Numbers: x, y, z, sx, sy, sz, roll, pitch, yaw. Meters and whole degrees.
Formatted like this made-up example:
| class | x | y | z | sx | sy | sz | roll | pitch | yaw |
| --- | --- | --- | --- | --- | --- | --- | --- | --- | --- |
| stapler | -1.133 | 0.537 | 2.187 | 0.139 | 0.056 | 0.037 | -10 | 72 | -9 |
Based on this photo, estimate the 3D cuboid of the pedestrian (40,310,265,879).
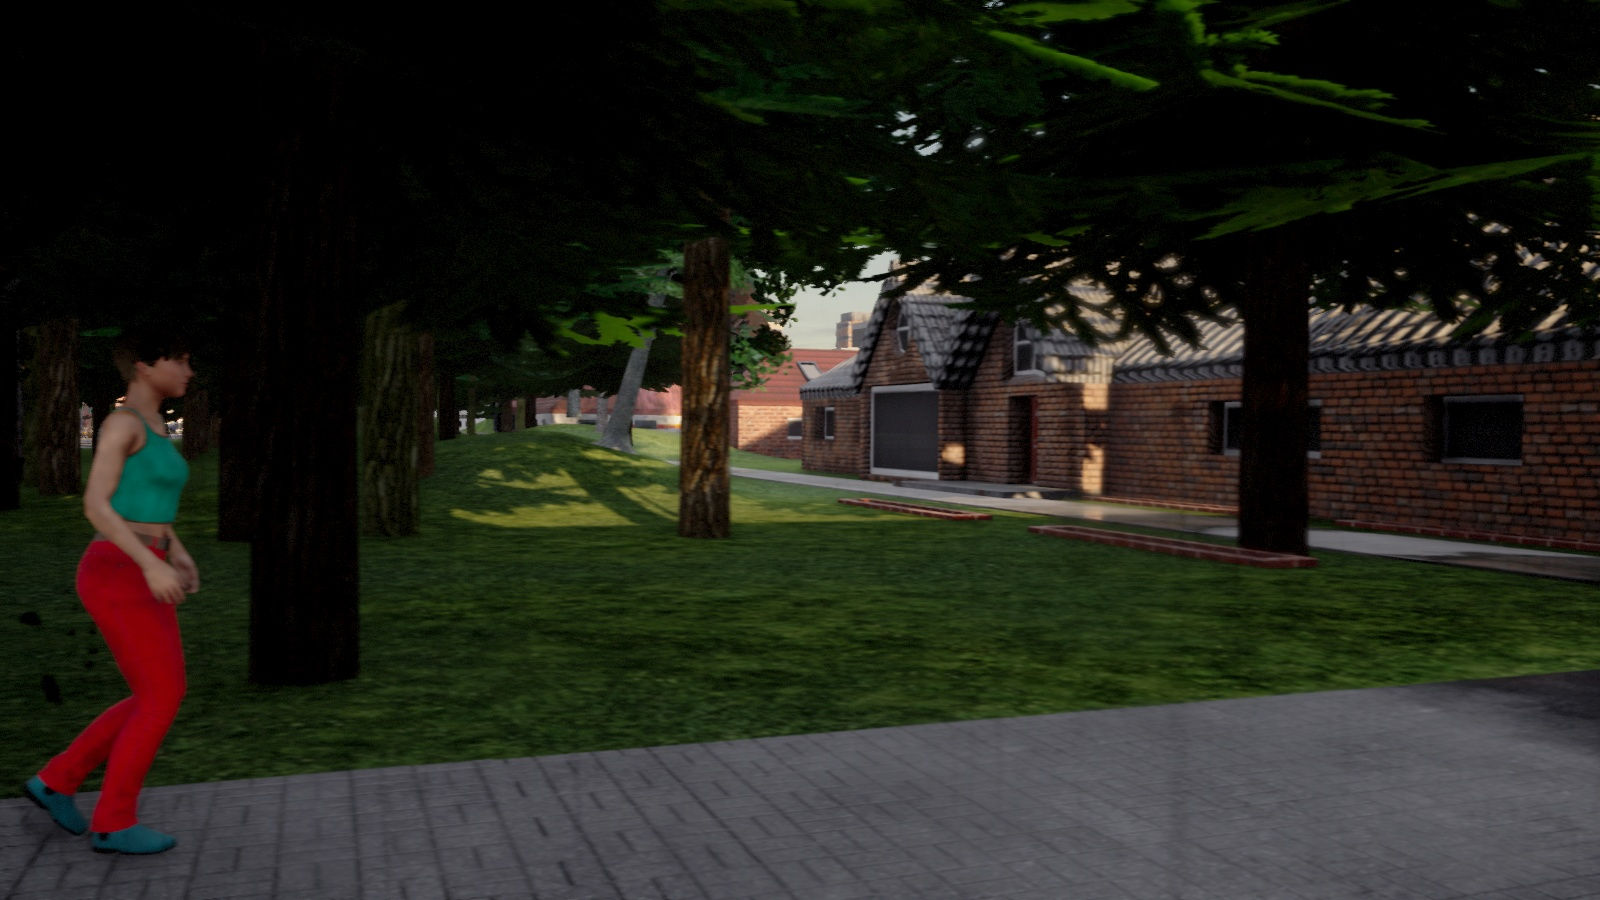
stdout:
| class | x | y | z | sx | sy | sz | roll | pitch | yaw |
| --- | --- | --- | --- | --- | --- | --- | --- | --- | --- |
| pedestrian | -2.185 | 0.462 | 4.284 | 0.594 | 1.836 | 0.345 | -1 | 1 | -16 |
